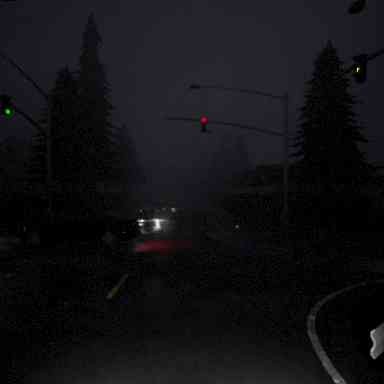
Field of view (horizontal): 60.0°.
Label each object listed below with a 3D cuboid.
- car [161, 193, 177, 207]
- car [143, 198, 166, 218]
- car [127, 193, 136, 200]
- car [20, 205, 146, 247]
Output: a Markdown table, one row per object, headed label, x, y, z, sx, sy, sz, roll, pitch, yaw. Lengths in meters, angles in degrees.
| label | x | y | z | sx | sy | sz | roll | pitch | yaw |
| --- | --- | --- | --- | --- | --- | --- | --- | --- | --- |
| car | -3.600 | 1.236 | 52.275 | 2.150 | 2.045 | 5.566 | 0 | 0 | 0 |
| car | -3.630 | 1.532 | 30.019 | 1.812 | 1.442 | 4.674 | 0 | 1 | -1 |
| car | -16.918 | 1.090 | 84.328 | 3.866 | 1.878 | 1.905 | 0 | 0 | -1 |
| car | -4.743 | 1.473 | 14.362 | 5.008 | 1.535 | 1.882 | 0 | 0 | 0 |
